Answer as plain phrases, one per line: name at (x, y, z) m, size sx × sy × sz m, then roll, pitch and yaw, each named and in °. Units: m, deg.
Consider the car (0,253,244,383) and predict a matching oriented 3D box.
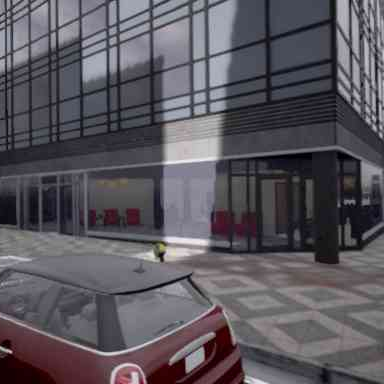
car at (-1.554, 1.468, 3.968) m, size 4.097 × 1.590 × 1.967 m, roll -1°, pitch -1°, yaw 36°
